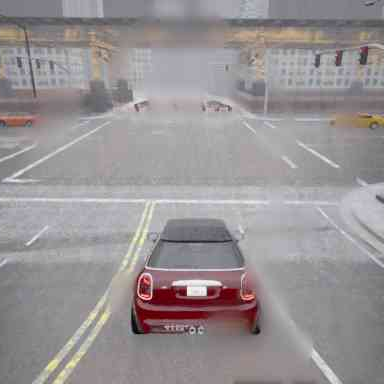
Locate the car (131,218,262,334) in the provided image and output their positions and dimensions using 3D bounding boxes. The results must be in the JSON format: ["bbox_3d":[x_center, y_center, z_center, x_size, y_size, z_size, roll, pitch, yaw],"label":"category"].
[{"bbox_3d":[0.082,1.343,7.133,2.097,1.767,4.553,0,5,0],"label":"car"}]

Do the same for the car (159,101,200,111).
[{"bbox_3d":[-1.845,-12.652,49.087,4.974,1.542,2.038,-13,23,-33],"label":"car"}]

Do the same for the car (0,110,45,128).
[{"bbox_3d":[-17.866,-7.635,34.427,4.553,1.767,2.097,0,19,1],"label":"car"}]

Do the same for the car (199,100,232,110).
[{"bbox_3d":[3.492,-13.029,49.693,4.536,1.218,1.853,11,22,28],"label":"car"}]

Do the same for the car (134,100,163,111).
[{"bbox_3d":[-6.490,-12.844,49.155,4.536,1.218,1.853,18,26,42],"label":"car"}]

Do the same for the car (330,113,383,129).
[{"bbox_3d":[16.662,-7.257,33.752,5.008,1.535,1.882,0,19,1],"label":"car"}]

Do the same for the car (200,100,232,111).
[{"bbox_3d":[3.538,-12.872,49.721,4.974,1.542,2.038,11,22,28],"label":"car"}]

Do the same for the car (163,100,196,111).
[{"bbox_3d":[-1.803,-12.810,49.063,4.536,1.218,1.853,-13,23,-33],"label":"car"}]

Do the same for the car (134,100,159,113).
[{"bbox_3d":[-6.453,-12.683,49.172,4.974,1.542,2.038,18,26,42],"label":"car"}]
